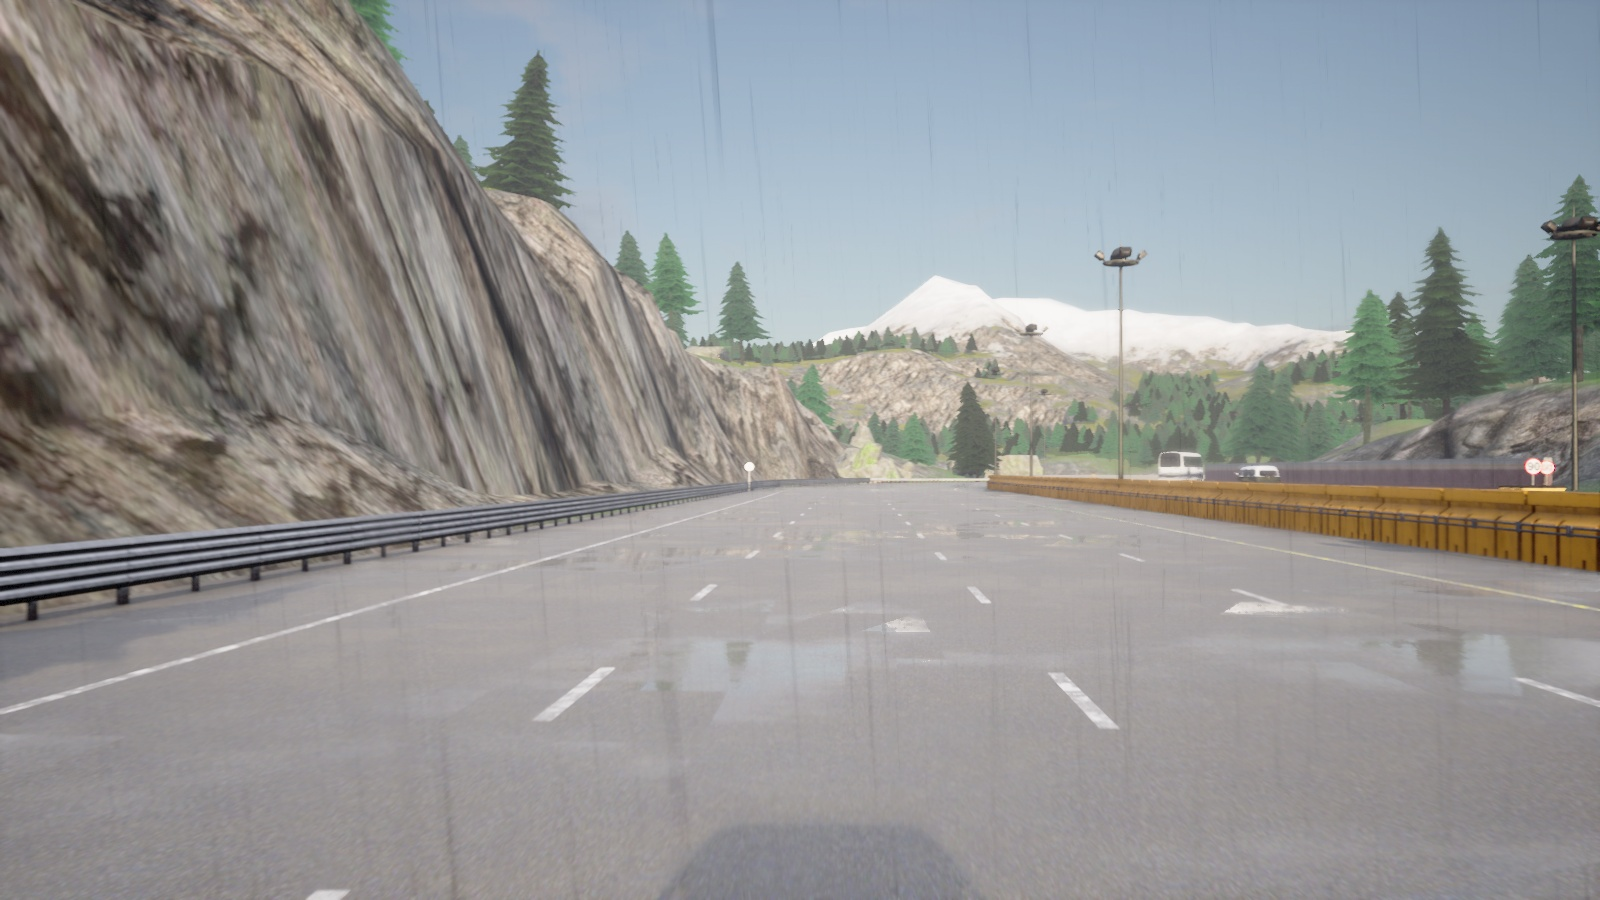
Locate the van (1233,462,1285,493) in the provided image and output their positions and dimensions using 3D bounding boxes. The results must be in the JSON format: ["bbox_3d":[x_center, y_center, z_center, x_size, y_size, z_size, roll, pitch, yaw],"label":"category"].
[{"bbox_3d":[31.581,1.869,86.595,2.069,2.038,4.480,0,-1,2],"label":"van"}]
